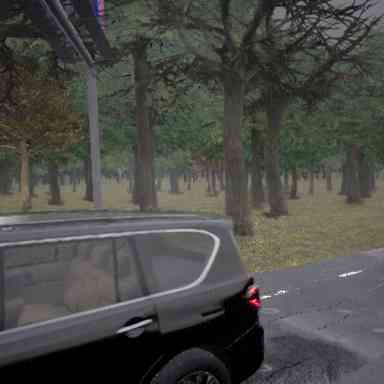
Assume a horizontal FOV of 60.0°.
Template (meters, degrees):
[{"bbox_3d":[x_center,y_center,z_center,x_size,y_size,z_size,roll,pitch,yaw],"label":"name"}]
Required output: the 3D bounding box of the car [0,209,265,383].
[{"bbox_3d":[-1.848,1.222,2.676,5.566,2.045,2.150,0,0,-35],"label":"car"}]
